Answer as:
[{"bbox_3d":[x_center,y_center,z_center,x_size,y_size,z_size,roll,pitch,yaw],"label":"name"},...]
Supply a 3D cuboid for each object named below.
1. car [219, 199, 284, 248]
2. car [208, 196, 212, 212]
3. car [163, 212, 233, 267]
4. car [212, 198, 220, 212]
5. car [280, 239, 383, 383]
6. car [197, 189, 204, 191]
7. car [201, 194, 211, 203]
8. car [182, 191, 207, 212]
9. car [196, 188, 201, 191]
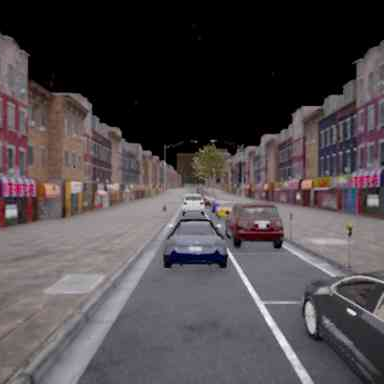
[{"bbox_3d":[2.657,1.373,14.954,2.192,1.841,5.009,0,0,0],"label":"car"},{"bbox_3d":[3.055,1.490,36.253,1.882,1.535,5.008,0,0,0],"label":"car"},{"bbox_3d":[0.106,1.615,11.582,1.994,1.385,4.181,0,0,0],"label":"car"},{"bbox_3d":[3.058,1.500,29.445,1.801,1.575,5.366,0,0,0],"label":"car"},{"bbox_3d":[2.641,1.573,3.839,2.008,1.369,4.403,0,0,0],"label":"car"},{"bbox_3d":[2.746,0.838,76.094,2.192,1.841,5.009,1,1,0],"label":"car"},{"bbox_3d":[2.726,1.242,65.150,1.752,1.417,4.829,1,1,0],"label":"car"},{"bbox_3d":[0.139,1.245,34.299,2.150,2.045,5.566,0,0,0],"label":"car"},{"bbox_3d":[2.762,0.593,87.211,2.192,1.841,5.009,2,1,0],"label":"car"}]
